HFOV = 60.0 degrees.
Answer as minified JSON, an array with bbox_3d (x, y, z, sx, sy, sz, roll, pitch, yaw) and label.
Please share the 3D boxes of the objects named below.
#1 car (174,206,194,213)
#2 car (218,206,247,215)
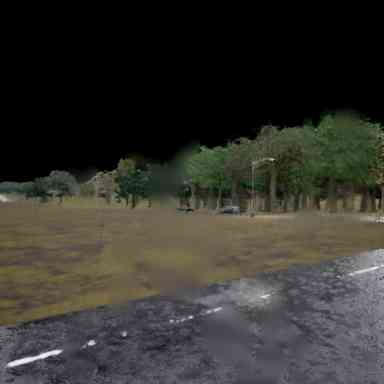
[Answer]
[{"bbox_3d":[-1.592,3.455,65.802,1.895,1.301,4.718,1,-2,-33],"label":"car"},{"bbox_3d":[6.423,2.914,53.428,2.033,1.411,5.357,1,-2,-33],"label":"car"}]
